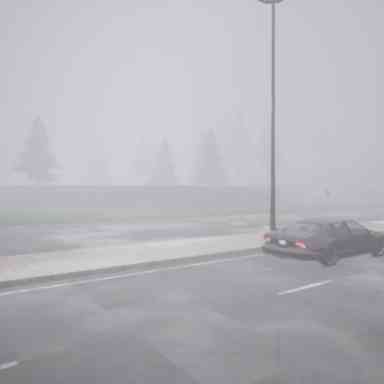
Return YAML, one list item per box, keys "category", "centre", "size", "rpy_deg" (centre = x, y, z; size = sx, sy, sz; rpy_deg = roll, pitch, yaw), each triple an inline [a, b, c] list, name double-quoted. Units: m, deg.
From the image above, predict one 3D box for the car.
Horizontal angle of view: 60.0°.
- category: "car"
  centre: [4.815, 1.594, 11.570]
  size: [5.357, 1.411, 2.033]
  rpy_deg: [0, 0, -35]
